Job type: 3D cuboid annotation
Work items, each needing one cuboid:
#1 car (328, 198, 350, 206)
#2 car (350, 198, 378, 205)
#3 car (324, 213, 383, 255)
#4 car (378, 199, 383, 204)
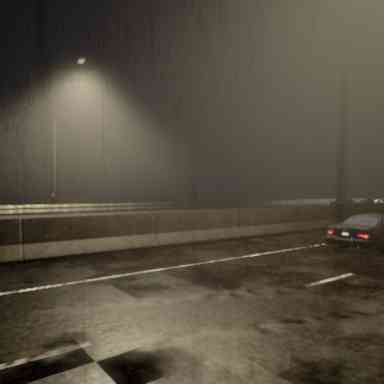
[{"bbox_3d":[19.975,1.569,44.014,4.892,1.490,1.837,0,0,-35],"label":"car"},{"bbox_3d":[22.251,1.556,41.339,4.902,1.511,2.128,0,0,-35],"label":"car"},{"bbox_3d":[7.593,1.569,13.479,5.357,1.411,2.033,0,0,-35],"label":"car"},{"bbox_3d":[24.255,1.285,38.474,5.566,2.045,2.150,0,0,-35],"label":"car"}]
